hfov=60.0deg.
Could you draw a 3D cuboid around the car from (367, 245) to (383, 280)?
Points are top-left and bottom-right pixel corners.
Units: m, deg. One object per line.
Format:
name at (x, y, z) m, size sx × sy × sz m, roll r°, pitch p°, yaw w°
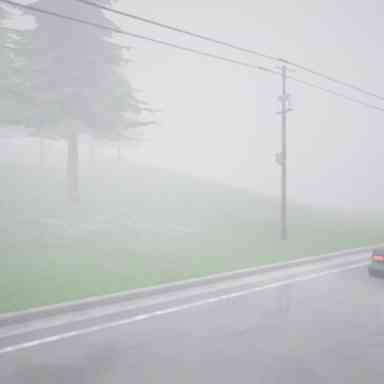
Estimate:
car at (6.568, 1.561, 8.537) m, size 5.357 × 1.411 × 2.033 m, roll 0°, pitch 0°, yaw -37°
